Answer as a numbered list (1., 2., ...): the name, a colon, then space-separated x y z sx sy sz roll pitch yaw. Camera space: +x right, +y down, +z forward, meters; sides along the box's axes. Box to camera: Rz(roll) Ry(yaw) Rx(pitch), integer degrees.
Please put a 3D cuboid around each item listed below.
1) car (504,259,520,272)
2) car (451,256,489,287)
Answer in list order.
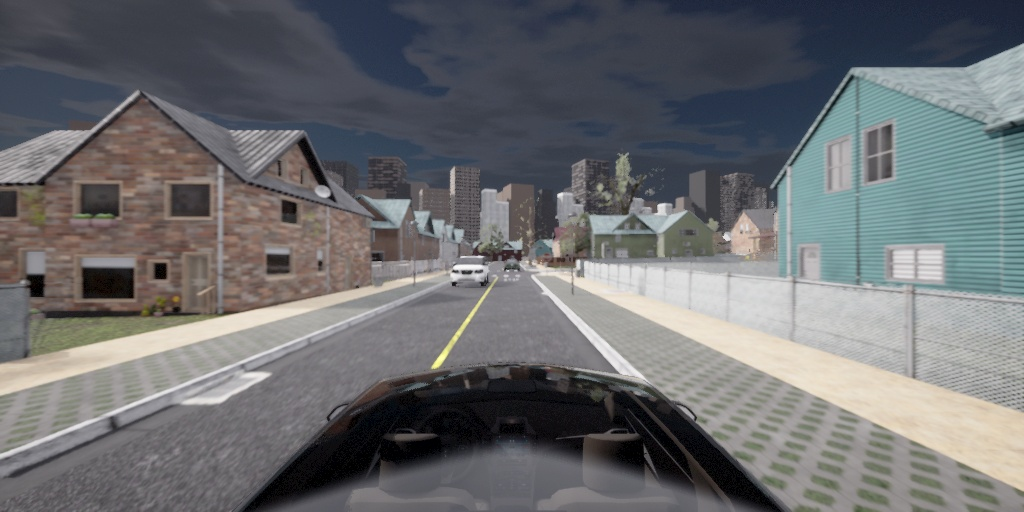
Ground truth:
1. car: -0.004 1.106 46.530 2.097 1.767 4.553 0 0 0
2. car: -2.770 0.978 24.776 2.150 2.045 5.566 0 0 0
